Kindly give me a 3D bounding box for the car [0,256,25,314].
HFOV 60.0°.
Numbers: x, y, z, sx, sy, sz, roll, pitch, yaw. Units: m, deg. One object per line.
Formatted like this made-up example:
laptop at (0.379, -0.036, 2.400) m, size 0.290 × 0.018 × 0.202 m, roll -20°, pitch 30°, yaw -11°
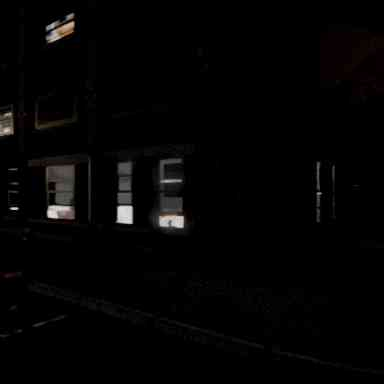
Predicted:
car at (-5.064, 1.584, 6.478) m, size 4.507 × 1.381 × 1.887 m, roll 0°, pitch 0°, yaw 35°
